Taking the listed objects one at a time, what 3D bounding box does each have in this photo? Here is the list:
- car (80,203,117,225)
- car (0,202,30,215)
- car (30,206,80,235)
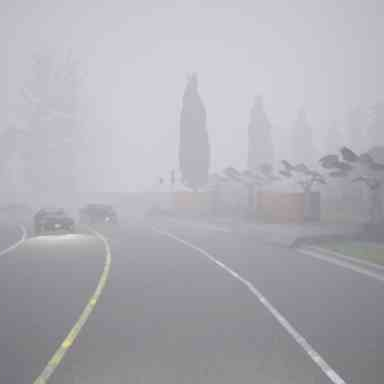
[{"bbox_3d":[-7.021,1.556,24.555,1.837,1.490,4.892,0,0,-32],"label":"car"},{"bbox_3d":[-19.400,1.759,36.533,4.181,1.385,1.994,-1,-1,33],"label":"car"},{"bbox_3d":[-7.972,1.580,19.131,1.994,1.385,4.181,0,0,-29],"label":"car"}]
